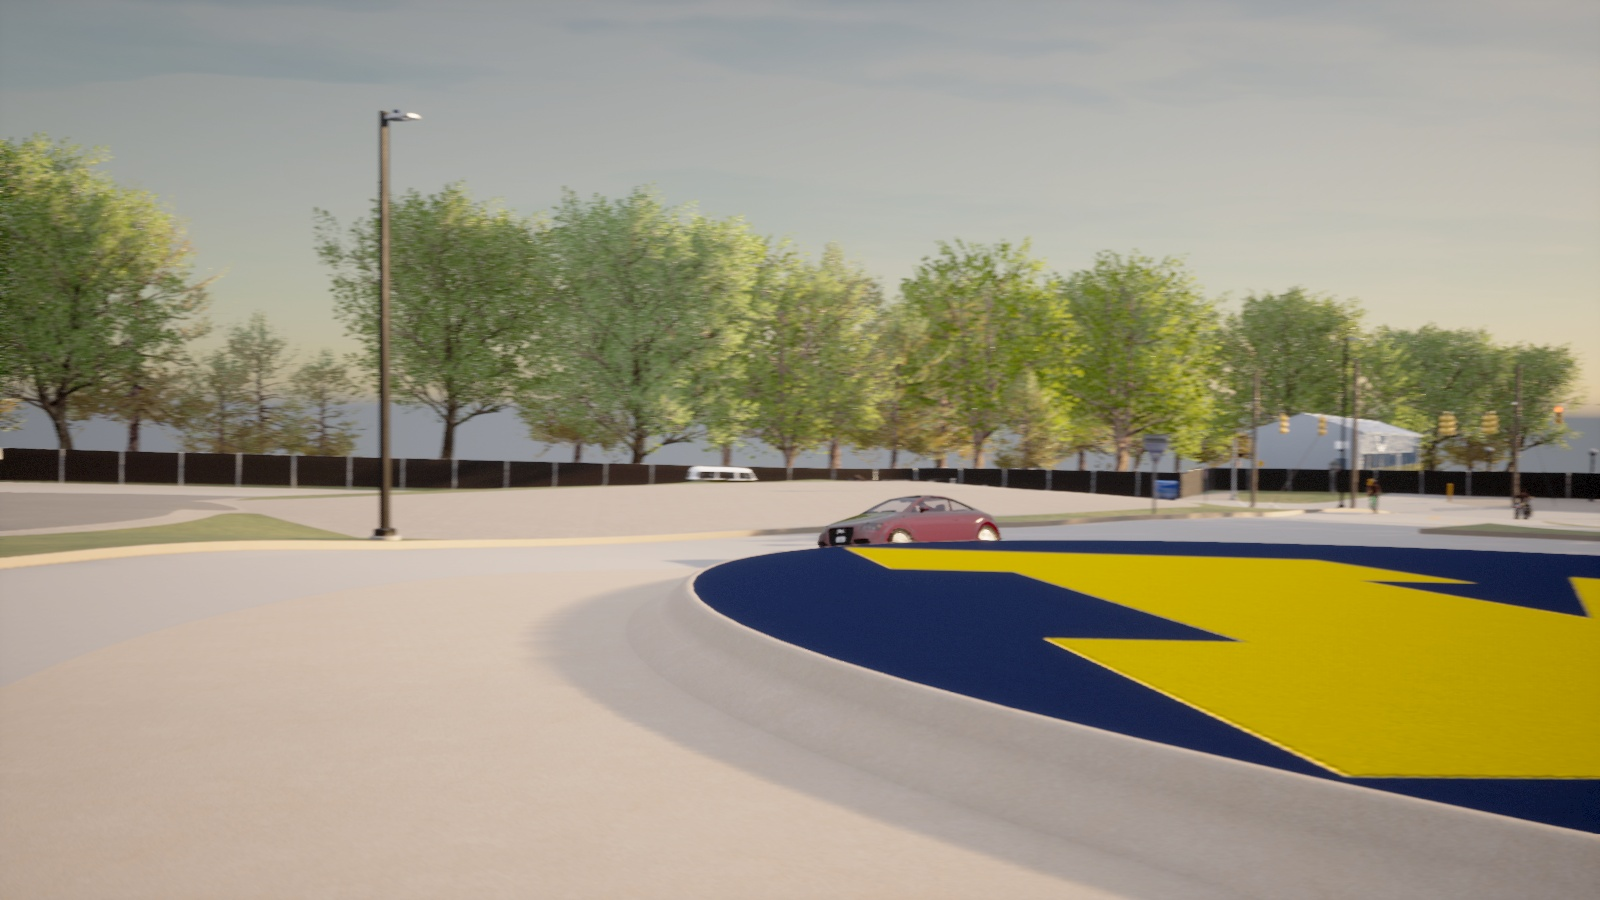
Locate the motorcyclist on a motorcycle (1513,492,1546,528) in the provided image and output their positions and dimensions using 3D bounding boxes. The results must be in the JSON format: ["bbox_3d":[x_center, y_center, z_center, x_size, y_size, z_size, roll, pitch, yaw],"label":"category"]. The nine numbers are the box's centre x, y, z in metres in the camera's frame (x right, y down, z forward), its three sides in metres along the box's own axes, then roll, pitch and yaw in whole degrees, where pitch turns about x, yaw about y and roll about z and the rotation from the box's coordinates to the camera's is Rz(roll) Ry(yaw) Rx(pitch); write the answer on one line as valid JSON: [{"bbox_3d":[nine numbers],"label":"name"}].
[{"bbox_3d":[36.251,2.978,62.392,2.350,1.649,0.766,7,-3,-45],"label":"motorcyclist on a motorcycle"}]

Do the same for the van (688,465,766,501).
[{"bbox_3d":[-4.556,2.033,78.402,4.480,2.038,2.069,1,2,-14],"label":"van"}]

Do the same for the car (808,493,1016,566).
[{"bbox_3d":[2.441,1.684,26.923,4.181,1.385,1.994,1,-6,-39],"label":"car"}]
